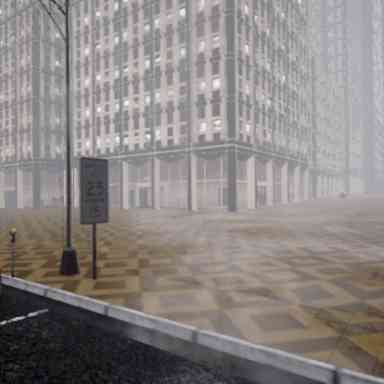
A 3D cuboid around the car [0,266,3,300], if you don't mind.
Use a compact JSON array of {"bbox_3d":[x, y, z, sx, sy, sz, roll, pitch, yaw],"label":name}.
[{"bbox_3d":[-5.594,1.645,6.867,4.313,1.339,1.947,-1,-1,36],"label":"car"}]
